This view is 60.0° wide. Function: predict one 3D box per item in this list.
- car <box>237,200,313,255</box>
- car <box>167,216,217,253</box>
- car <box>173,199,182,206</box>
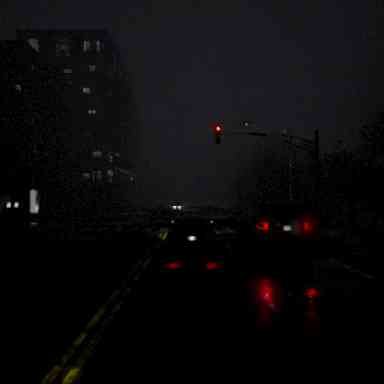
[{"bbox_3d":[3.254,1.350,14.028,2.150,2.045,5.566,0,0,0],"label":"car"},{"bbox_3d":[0.008,1.701,14.290,1.994,1.385,4.181,0,0,0],"label":"car"},{"bbox_3d":[-3.233,2.249,73.447,2.128,1.511,4.902,0,-1,0],"label":"car"}]
